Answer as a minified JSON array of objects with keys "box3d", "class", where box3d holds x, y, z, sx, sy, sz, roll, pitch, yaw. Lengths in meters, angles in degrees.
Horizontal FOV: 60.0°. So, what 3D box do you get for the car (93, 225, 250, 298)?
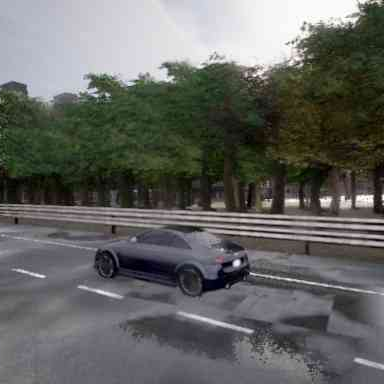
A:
[{"box3d":[-0.630,1.569,8.622,4.181,1.385,1.994,0,0,35],"class":"car"}]
